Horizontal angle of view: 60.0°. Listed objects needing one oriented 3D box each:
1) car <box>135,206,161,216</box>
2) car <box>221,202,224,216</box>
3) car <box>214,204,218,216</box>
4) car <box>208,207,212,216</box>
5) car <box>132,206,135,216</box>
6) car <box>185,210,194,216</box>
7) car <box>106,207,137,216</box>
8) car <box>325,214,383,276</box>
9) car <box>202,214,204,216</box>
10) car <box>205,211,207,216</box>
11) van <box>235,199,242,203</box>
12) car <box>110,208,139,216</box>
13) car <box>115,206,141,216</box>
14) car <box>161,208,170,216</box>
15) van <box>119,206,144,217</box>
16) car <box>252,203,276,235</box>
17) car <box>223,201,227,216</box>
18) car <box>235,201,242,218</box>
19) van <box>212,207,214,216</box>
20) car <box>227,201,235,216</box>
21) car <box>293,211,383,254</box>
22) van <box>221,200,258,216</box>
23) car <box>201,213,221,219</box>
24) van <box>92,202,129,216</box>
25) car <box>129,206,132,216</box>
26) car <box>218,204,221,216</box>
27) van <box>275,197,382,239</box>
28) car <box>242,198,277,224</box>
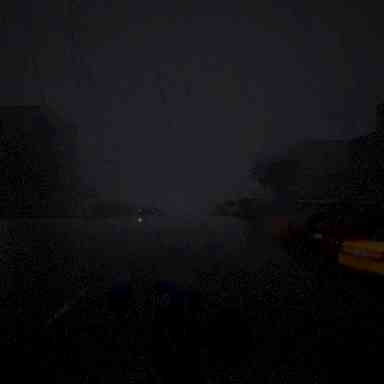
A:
[{"bbox_3d":[-5.305,2.334,40.864,1.895,1.301,4.718,0,-3,1],"label":"car"},{"bbox_3d":[6.287,2.079,38.370,4.892,1.521,2.231,2,-3,-20],"label":"car"},{"bbox_3d":[6.166,2.621,47.130,4.792,1.488,2.163,2,-4,-21],"label":"car"},{"bbox_3d":[6.048,3.468,58.842,5.008,1.535,2.097,2,-5,-21],"label":"car"},{"bbox_3d":[-11.666,2.746,52.255,5.566,2.045,2.435,1,-5,-21],"label":"car"},{"bbox_3d":[-0.618,4.710,73.568,1.882,1.535,5.008,0,-5,-1],"label":"car"},{"bbox_3d":[-11.750,3.251,55.187,4.792,1.488,2.163,1,-4,-21],"label":"car"},{"bbox_3d":[6.589,1.530,9.140,5.366,1.575,1.946,1,-1,-20],"label":"car"},{"bbox_3d":[5.830,4.452,73.495,5.566,2.045,2.435,3,-6,-21],"label":"car"},{"bbox_3d":[5.899,4.190,67.611,4.892,1.521,2.231,3,-6,-21],"label":"car"},{"bbox_3d":[6.457,1.523,29.652,4.442,1.987,1.878,2,-2,-20],"label":"van"},{"bbox_3d":[-11.759,3.496,58.183,4.674,1.452,2.002,1,-5,-21],"label":"car"},{"bbox_3d":[-11.779,3.571,61.187,4.553,1.767,2.185,1,-5,-21],"label":"car"},{"bbox_3d":[-5.420,3.505,58.037,1.994,1.385,4.181,0,-4,0],"label":"car"},{"bbox_3d":[-11.750,3.718,64.218,4.442,1.987,1.878,1,-5,-21],"label":"van"},{"bbox_3d":[6.226,1.570,17.815,5.366,1.575,1.946,1,0,-20],"label":"car"},{"bbox_3d":[6.477,1.949,35.519,5.366,1.575,1.946,2,-3,-20],"label":"car"},{"bbox_3d":[6.354,1.675,26.683,4.892,1.521,2.231,1,-2,-20],"label":"car"},{"bbox_3d":[6.193,3.020,55.976,4.442,1.987,1.878,2,-5,-21],"label":"van"},{"bbox_3d":[6.334,1.838,32.526,4.892,1.521,2.231,2,-2,-20],"label":"car"},{"bbox_3d":[6.438,1.576,12.023,4.792,1.488,2.163,1,-1,-20],"label":"car"},{"bbox_3d":[6.337,2.180,44.274,4.442,1.987,1.878,2,-4,-21],"label":"van"},{"bbox_3d":[5.358,6.670,93.896,5.008,1.535,2.097,3,-7,-21],"label":"car"},{"bbox_3d":[-11.502,2.339,46.307,4.442,1.987,1.878,1,-4,-21],"label":"van"},{"bbox_3d":[-11.679,2.648,49.233,4.553,1.767,2.185,1,-4,-21],"label":"car"},{"bbox_3d":[6.262,2.229,41.294,5.008,1.535,2.097,2,-4,-21],"label":"car"},{"bbox_3d":[6.301,1.334,14.901,4.442,1.987,1.878,1,0,-20],"label":"van"},{"bbox_3d":[6.368,1.342,20.807,5.566,2.045,2.435,1,-1,-20],"label":"car"}]
